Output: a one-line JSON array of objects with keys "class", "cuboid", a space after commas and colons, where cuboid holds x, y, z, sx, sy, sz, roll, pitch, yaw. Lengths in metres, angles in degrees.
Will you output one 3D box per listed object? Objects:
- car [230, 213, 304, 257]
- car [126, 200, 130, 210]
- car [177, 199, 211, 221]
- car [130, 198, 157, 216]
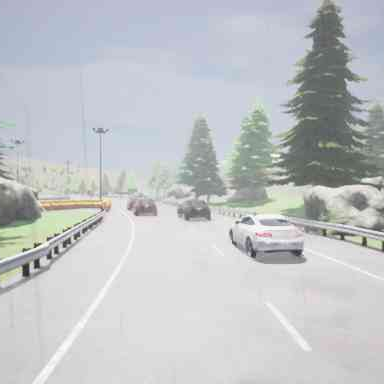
[{"class": "car", "cuboid": [2.752, 1.551, 12.917, 1.812, 1.442, 4.674, 0, 0, -6]}, {"class": "car", "cuboid": [-7.460, 1.589, 43.449, 1.837, 1.490, 4.892, 0, 0, -16]}, {"class": "car", "cuboid": [0.070, 1.407, 28.323, 2.097, 1.767, 4.553, 0, 0, -13]}, {"class": "car", "cuboid": [-4.785, 1.417, 33.495, 2.097, 1.767, 4.553, 0, 0, -14]}]
